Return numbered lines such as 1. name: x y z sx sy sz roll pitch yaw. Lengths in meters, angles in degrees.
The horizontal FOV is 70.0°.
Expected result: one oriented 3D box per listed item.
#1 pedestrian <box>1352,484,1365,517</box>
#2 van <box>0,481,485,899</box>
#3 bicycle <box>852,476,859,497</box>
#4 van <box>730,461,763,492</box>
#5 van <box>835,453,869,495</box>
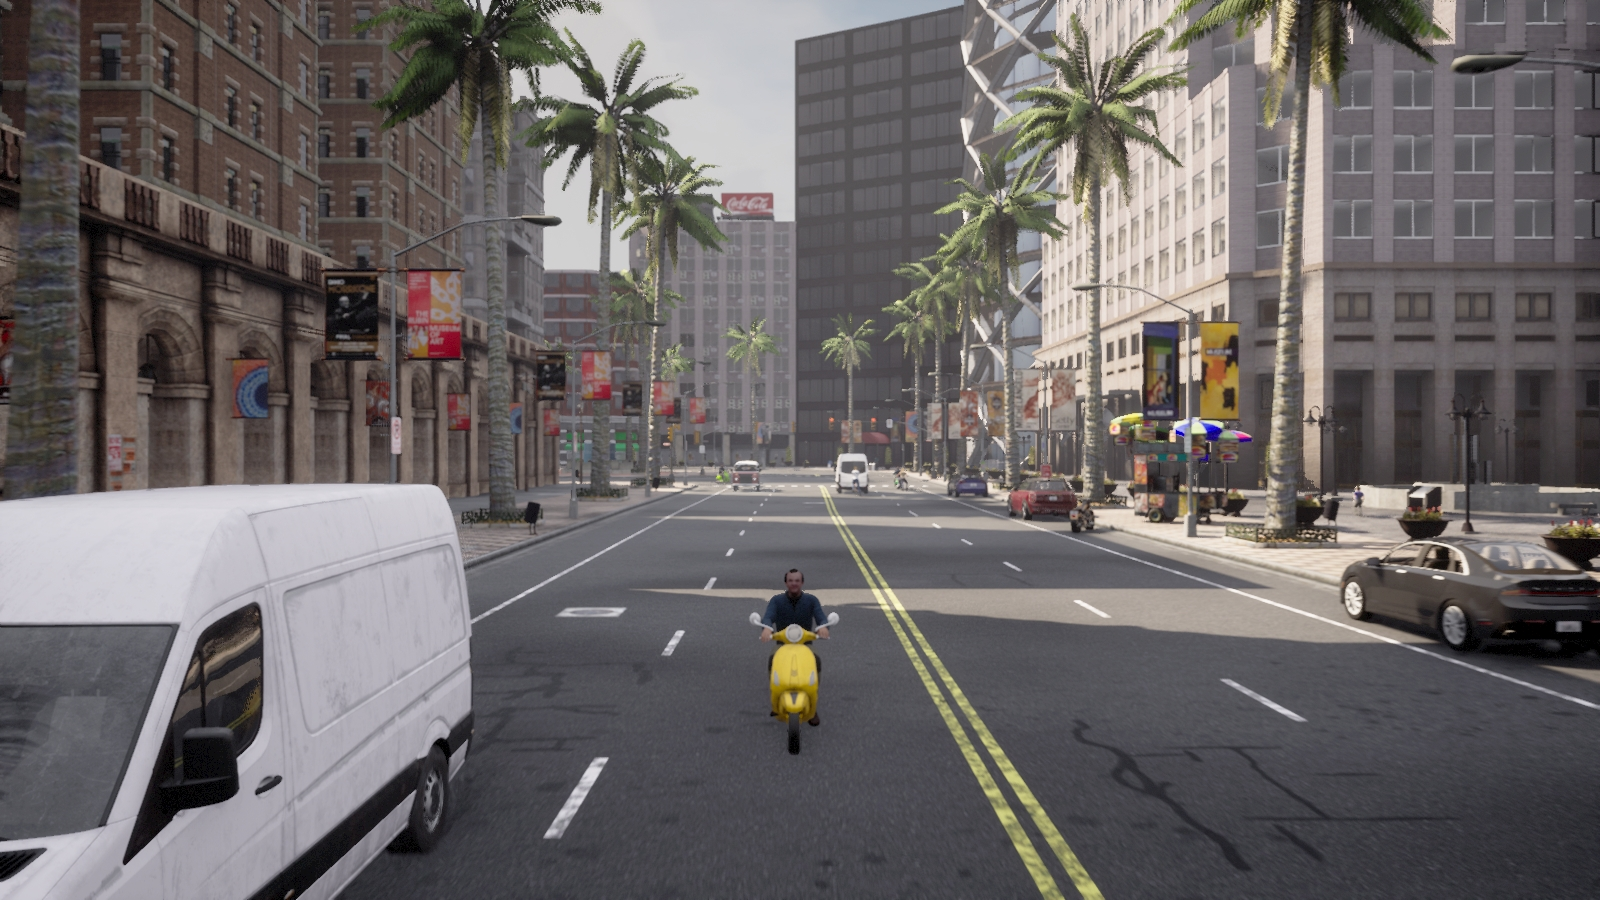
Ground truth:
1. pedestrian: 21.992 1.987 44.987 0.375 1.300 0.375 0 0 5
2. van: -3.536 1.533 6.301 1.988 2.561 5.915 0 0 0
3. bicycle: 3.360 2.196 69.256 0.373 1.196 1.643 0 0 0
4. van: -3.601 1.770 77.460 2.069 2.038 4.480 0 0 0
5. van: 3.395 1.525 75.080 1.988 2.561 5.915 0 0 0
